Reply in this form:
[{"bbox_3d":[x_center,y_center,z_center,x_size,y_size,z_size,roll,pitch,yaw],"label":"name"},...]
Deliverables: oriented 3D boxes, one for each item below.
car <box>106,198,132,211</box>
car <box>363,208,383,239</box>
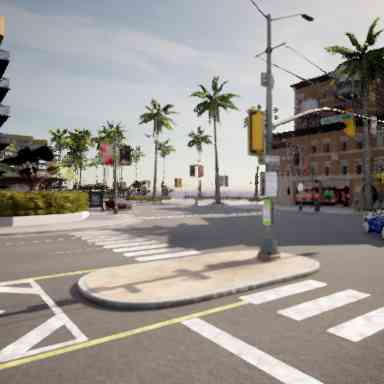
[{"bbox_3d":[-9.157,1.494,41.663,1.882,1.535,5.008,0,0,-35],"label":"car"},{"bbox_3d":[10.162,1.491,16.611,1.882,1.535,5.008,1,0,13],"label":"car"}]
